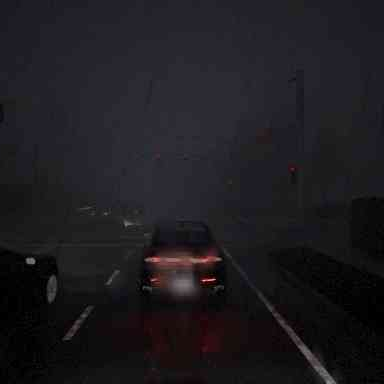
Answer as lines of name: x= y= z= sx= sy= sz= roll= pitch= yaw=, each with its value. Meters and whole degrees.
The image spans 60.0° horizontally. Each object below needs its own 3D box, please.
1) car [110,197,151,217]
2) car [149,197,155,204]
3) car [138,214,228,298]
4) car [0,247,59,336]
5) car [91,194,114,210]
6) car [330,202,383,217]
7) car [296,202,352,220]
car: x=-5.847 y=1.491 z=31.050 sx=2.128 sy=1.511 sz=4.902 roll=0 pitch=0 yaw=-24
car: x=-8.227 y=1.563 z=64.429 sx=1.994 sy=1.385 sz=4.181 roll=0 pitch=0 yaw=0
car: x=-0.245 y=1.492 z=8.539 sx=2.128 sy=1.511 sz=4.902 roll=0 pitch=0 yaw=-2
car: x=-3.612 y=1.478 z=4.875 sx=1.882 sy=1.535 sz=5.008 roll=0 pitch=0 yaw=-2
car: x=-11.433 y=1.221 z=43.442 sx=2.150 sy=2.045 sz=5.566 roll=0 pitch=0 yaw=-2
car: x=15.468 y=1.601 z=30.696 sx=4.718 sy=1.301 sz=1.895 roll=0 pitch=0 yaw=0
car: x=11.396 y=1.547 z=27.232 sx=5.357 sy=1.411 sz=2.033 roll=0 pitch=0 yaw=0
